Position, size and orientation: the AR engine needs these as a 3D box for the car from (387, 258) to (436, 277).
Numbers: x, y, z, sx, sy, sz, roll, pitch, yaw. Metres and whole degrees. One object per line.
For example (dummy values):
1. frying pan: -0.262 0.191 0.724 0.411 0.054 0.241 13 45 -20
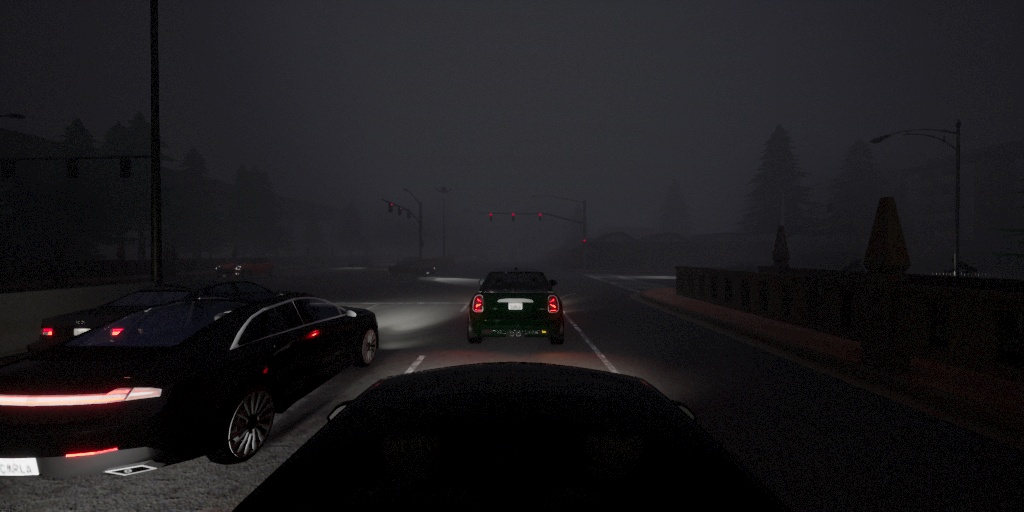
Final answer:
1. car: -8.727 1.090 31.145 4.718 1.301 1.895 0 1 39

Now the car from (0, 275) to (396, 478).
1. car: -3.437 1.224 4.908 2.128 1.511 4.902 0 1 0

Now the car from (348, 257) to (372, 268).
1. car: -21.095 0.833 50.053 1.812 1.442 4.674 0 0 0

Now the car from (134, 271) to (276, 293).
1. car: -6.921 1.251 8.294 2.033 1.411 5.357 0 1 0

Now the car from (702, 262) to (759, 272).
1. car: 18.066 1.108 29.328 4.718 1.301 1.895 0 1 2

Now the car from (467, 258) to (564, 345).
1. car: 0.142 1.048 9.570 2.097 1.767 4.553 0 1 2

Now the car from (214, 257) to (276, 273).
1. car: -21.101 0.867 28.508 2.097 1.767 4.553 0 1 0

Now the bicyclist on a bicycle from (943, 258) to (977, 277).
1. bicyclist on a bicycle: 22.202 0.919 17.779 0.582 1.620 1.656 0 0 -35

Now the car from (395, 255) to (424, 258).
1. car: -14.098 0.791 49.488 1.882 1.535 5.008 0 1 0

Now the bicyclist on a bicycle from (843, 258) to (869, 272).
1. bicyclist on a bicycle: 17.868 0.911 18.630 0.582 1.620 1.656 0 1 -14
